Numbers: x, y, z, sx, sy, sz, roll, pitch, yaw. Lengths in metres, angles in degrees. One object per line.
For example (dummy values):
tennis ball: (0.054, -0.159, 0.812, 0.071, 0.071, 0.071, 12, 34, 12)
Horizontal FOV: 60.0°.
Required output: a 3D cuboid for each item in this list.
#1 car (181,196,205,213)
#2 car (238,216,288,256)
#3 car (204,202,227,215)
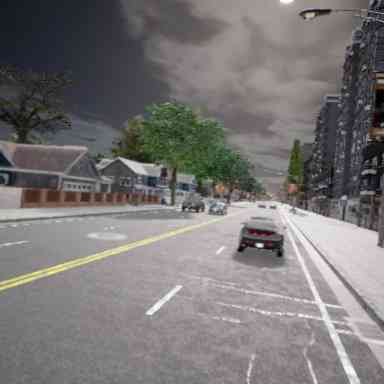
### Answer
car: (0.305, 1.539, 43.617, 2.150, 2.045, 5.566, 5, 0, 14)
car: (3.264, 1.904, 15.382, 1.837, 1.490, 4.892, 5, 0, 14)
car: (3.428, 2.090, 42.854, 2.128, 1.511, 4.902, 5, 0, 14)
